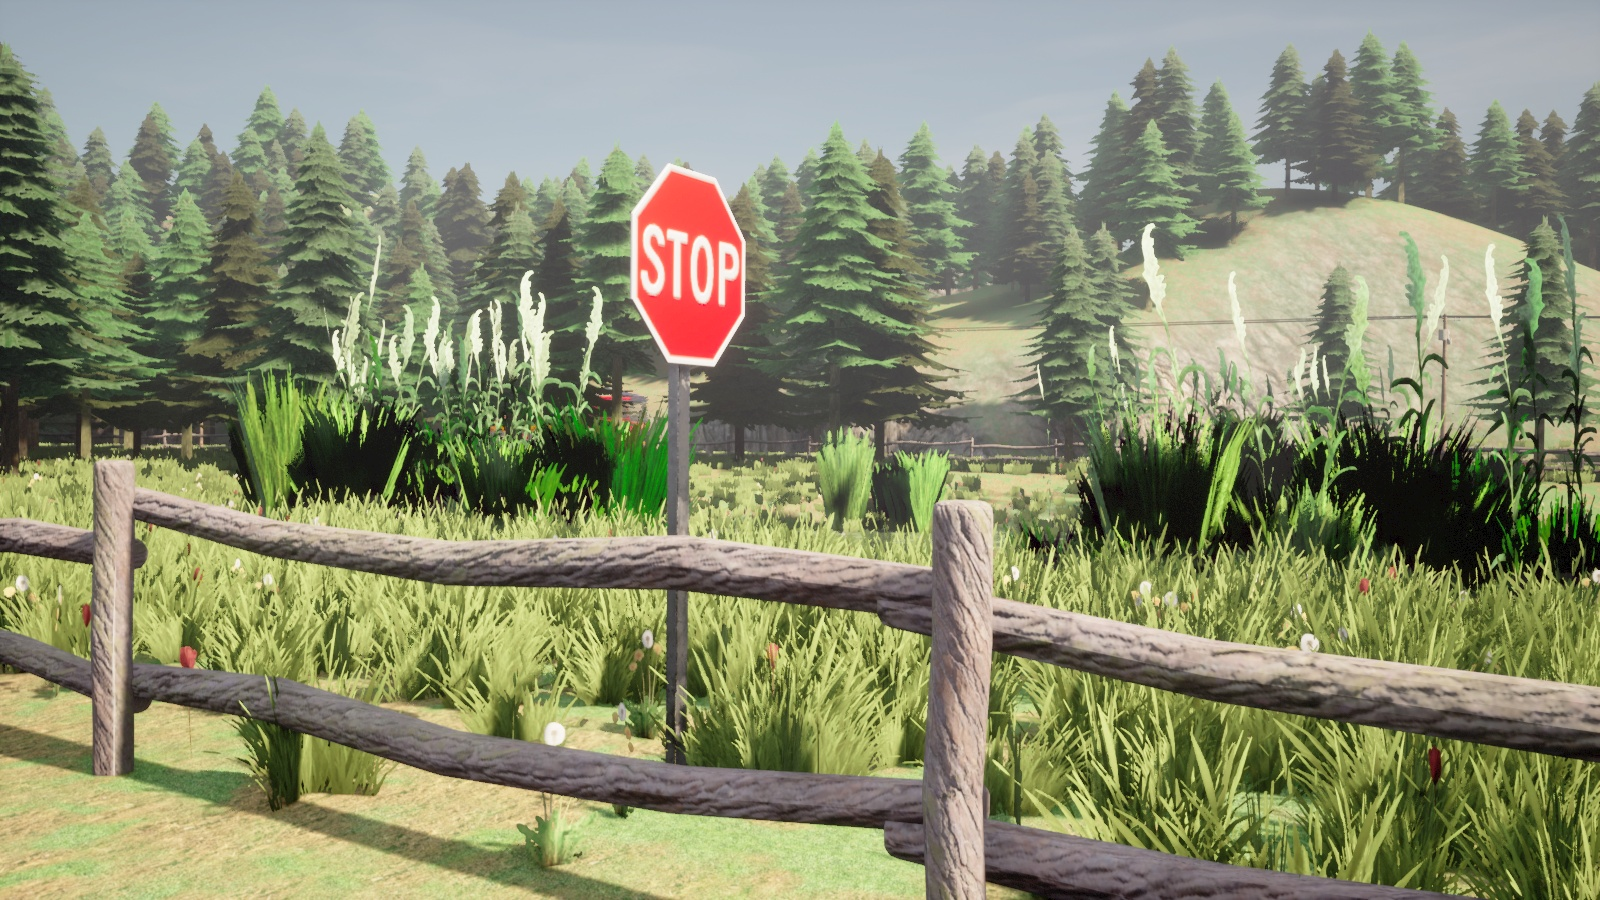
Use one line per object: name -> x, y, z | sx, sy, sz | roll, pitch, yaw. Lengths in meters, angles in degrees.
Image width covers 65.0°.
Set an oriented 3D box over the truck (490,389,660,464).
truck -> -12.035, -1.219, 67.442 | 8.468, 3.827, 2.891 | 0, 1, 13
